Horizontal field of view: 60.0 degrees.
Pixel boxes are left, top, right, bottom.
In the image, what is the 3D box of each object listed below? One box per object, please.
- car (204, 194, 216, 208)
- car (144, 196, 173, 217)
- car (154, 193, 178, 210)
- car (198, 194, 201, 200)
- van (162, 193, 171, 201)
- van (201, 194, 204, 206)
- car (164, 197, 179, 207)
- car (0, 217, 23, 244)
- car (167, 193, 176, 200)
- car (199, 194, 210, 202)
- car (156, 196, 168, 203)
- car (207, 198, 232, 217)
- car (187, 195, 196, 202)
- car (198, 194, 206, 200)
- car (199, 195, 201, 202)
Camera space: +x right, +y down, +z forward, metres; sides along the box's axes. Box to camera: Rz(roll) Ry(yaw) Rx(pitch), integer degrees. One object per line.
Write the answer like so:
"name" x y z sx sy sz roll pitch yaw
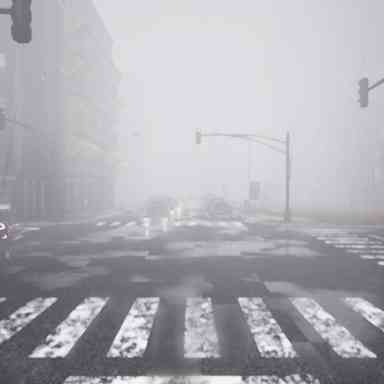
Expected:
"car" 2.617 1.380 35.842 1.967 1.590 4.097 -1 0 0
"car" -3.119 1.427 31.419 1.882 1.535 5.008 0 0 0
"car" -3.121 1.281 40.734 2.097 1.767 4.553 0 0 0
"car" 2.596 1.312 64.070 1.967 1.590 4.097 -1 0 0
"van" -5.761 1.179 75.325 1.690 1.788 3.998 -1 0 0
"van" 2.608 1.256 47.133 1.690 1.788 3.998 -1 0 0
"car" -3.117 1.470 50.699 1.994 1.385 4.181 0 0 0
"car" -9.555 1.317 13.683 4.553 1.767 2.097 0 1 -9
"car" -5.774 1.096 92.264 2.192 1.841 5.009 -1 0 0
"car" 2.598 1.296 69.717 1.967 1.590 4.097 -1 0 0
"car" -5.750 1.416 64.031 1.887 1.381 4.507 -1 0 0
"car" 2.623 1.496 30.196 1.887 1.381 4.507 -1 0 0
"car" -0.036 1.352 71.299 1.837 1.490 4.892 0 0 0
"car" 2.616 1.241 86.654 1.967 1.590 4.097 -1 0 0
"car" 2.606 1.446 52.780 1.887 1.381 4.507 -1 0 0
